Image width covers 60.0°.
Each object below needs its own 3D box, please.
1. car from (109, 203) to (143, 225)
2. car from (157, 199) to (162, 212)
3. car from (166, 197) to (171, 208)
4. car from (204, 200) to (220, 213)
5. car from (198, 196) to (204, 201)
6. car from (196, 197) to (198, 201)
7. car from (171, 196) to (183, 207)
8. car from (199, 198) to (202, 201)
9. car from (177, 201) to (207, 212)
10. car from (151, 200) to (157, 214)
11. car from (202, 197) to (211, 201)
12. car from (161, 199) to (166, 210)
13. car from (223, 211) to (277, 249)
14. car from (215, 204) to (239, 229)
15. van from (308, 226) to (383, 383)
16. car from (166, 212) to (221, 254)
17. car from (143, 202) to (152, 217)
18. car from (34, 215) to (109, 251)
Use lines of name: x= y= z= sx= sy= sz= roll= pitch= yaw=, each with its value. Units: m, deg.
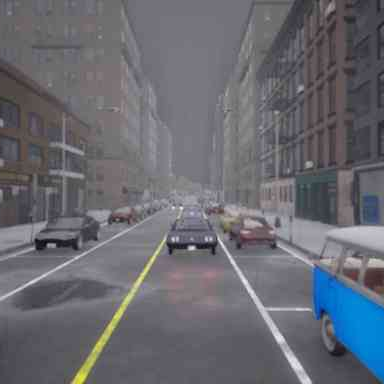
car: x=-5.388 y=1.791 z=26.304 sx=1.887 sy=1.381 sz=4.507 roll=0 pitch=-1 yaw=0
car: x=-5.387 y=1.969 z=43.350 sx=1.947 sy=1.339 sz=4.313 roll=0 pitch=-1 yaw=0
car: x=-5.387 y=2.000 z=60.397 sx=1.967 sy=1.590 sz=4.097 roll=0 pitch=-1 yaw=0
car: x=2.638 y=1.896 z=37.669 sx=1.887 sy=1.381 sz=4.507 roll=0 pitch=-1 yaw=0
car: x=2.638 y=1.875 z=60.399 sx=2.192 sy=1.841 sz=5.009 roll=0 pitch=-1 yaw=0
car: x=2.702 y=2.122 z=87.454 sx=2.192 sy=1.841 sz=5.009 roll=0 pitch=-1 yaw=0
car: x=-2.752 y=2.109 z=64.435 sx=1.837 sy=1.490 sz=4.892 roll=0 pitch=-1 yaw=0
car: x=2.638 y=2.058 z=54.715 sx=2.008 sy=1.369 sz=4.403 roll=0 pitch=-1 yaw=0
car: x=0.002 y=1.818 z=28.993 sx=2.033 sy=1.411 sz=5.357 roll=0 pitch=0 yaw=0
car: x=-5.387 y=1.896 z=37.669 sx=1.887 sy=1.381 sz=4.507 roll=0 pitch=-1 yaw=0
car: x=2.638 y=1.844 z=43.352 sx=1.967 sy=1.590 sz=4.097 roll=0 pitch=-1 yaw=0
car: x=-5.387 y=1.896 z=49.033 sx=1.967 sy=1.590 sz=4.097 roll=0 pitch=-1 yaw=0
car: x=2.637 y=1.722 z=14.940 sx=1.802 sy=1.307 sz=4.206 roll=0 pitch=-1 yaw=0
car: x=2.637 y=1.720 z=20.793 sx=1.752 sy=1.417 sz=4.829 roll=0 pitch=-1 yaw=0
van: x=2.637 y=1.376 z=3.578 sx=1.690 sy=1.788 sz=3.998 roll=0 pitch=-1 yaw=0
car: x=0.002 y=1.733 z=14.110 sx=1.895 sy=1.301 sz=4.718 roll=0 pitch=0 yaw=0
car: x=-5.387 y=1.849 z=31.986 sx=2.008 sy=1.369 sz=4.403 roll=0 pitch=-1 yaw=0
car: x=-5.388 y=1.706 z=14.940 sx=1.947 sy=1.339 sz=4.313 roll=0 pitch=-1 yaw=0
